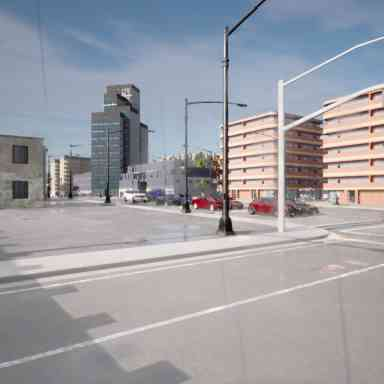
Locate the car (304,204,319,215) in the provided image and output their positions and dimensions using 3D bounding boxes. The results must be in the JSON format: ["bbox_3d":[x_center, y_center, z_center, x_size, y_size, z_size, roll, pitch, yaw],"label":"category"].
[{"bbox_3d":[9.496,1.413,32.090,2.033,1.411,5.357,0,1,-35],"label":"car"}]

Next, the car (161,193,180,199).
[{"bbox_3d":[-4.618,0.799,71.544,1.895,1.301,4.718,0,1,-34],"label":"car"}]

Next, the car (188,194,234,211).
[{"bbox_3d":[1.968,1.229,36.891,1.882,1.535,5.008,0,1,-34],"label":"car"}]

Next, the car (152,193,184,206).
[{"bbox_3d":[-3.156,1.157,44.400,1.994,1.385,4.181,0,1,-34],"label":"car"}]

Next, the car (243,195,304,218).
[{"bbox_3d":[7.115,1.231,29.382,2.097,1.767,4.553,0,1,-34],"label":"car"}]

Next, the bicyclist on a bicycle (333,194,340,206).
[{"bbox_3d":[19.984,1.094,45.971,1.656,1.620,0.582,0,1,-34],"label":"bicyclist on a bicycle"}]

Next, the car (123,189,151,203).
[{"bbox_3d":[-9.121,0.627,53.177,2.150,2.045,5.566,0,1,-33],"label":"car"}]

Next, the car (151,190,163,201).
[{"bbox_3d":[-7.294,0.877,56.725,1.837,1.490,4.892,0,1,-34],"label":"car"}]

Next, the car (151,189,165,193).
[{"bbox_3d":[-7.565,0.334,69.601,2.150,2.045,5.566,0,1,-34],"label":"car"}]

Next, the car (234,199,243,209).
[{"bbox_3d":[4.148,1.256,39.910,1.812,1.442,4.674,0,1,-34],"label":"car"}]

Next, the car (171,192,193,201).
[{"bbox_3d":[-1.907,0.862,61.431,1.837,1.490,4.892,0,1,-34],"label":"car"}]

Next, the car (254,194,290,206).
[{"bbox_3d":[11.512,1.177,48.097,2.128,1.511,4.902,0,1,-34],"label":"car"}]
